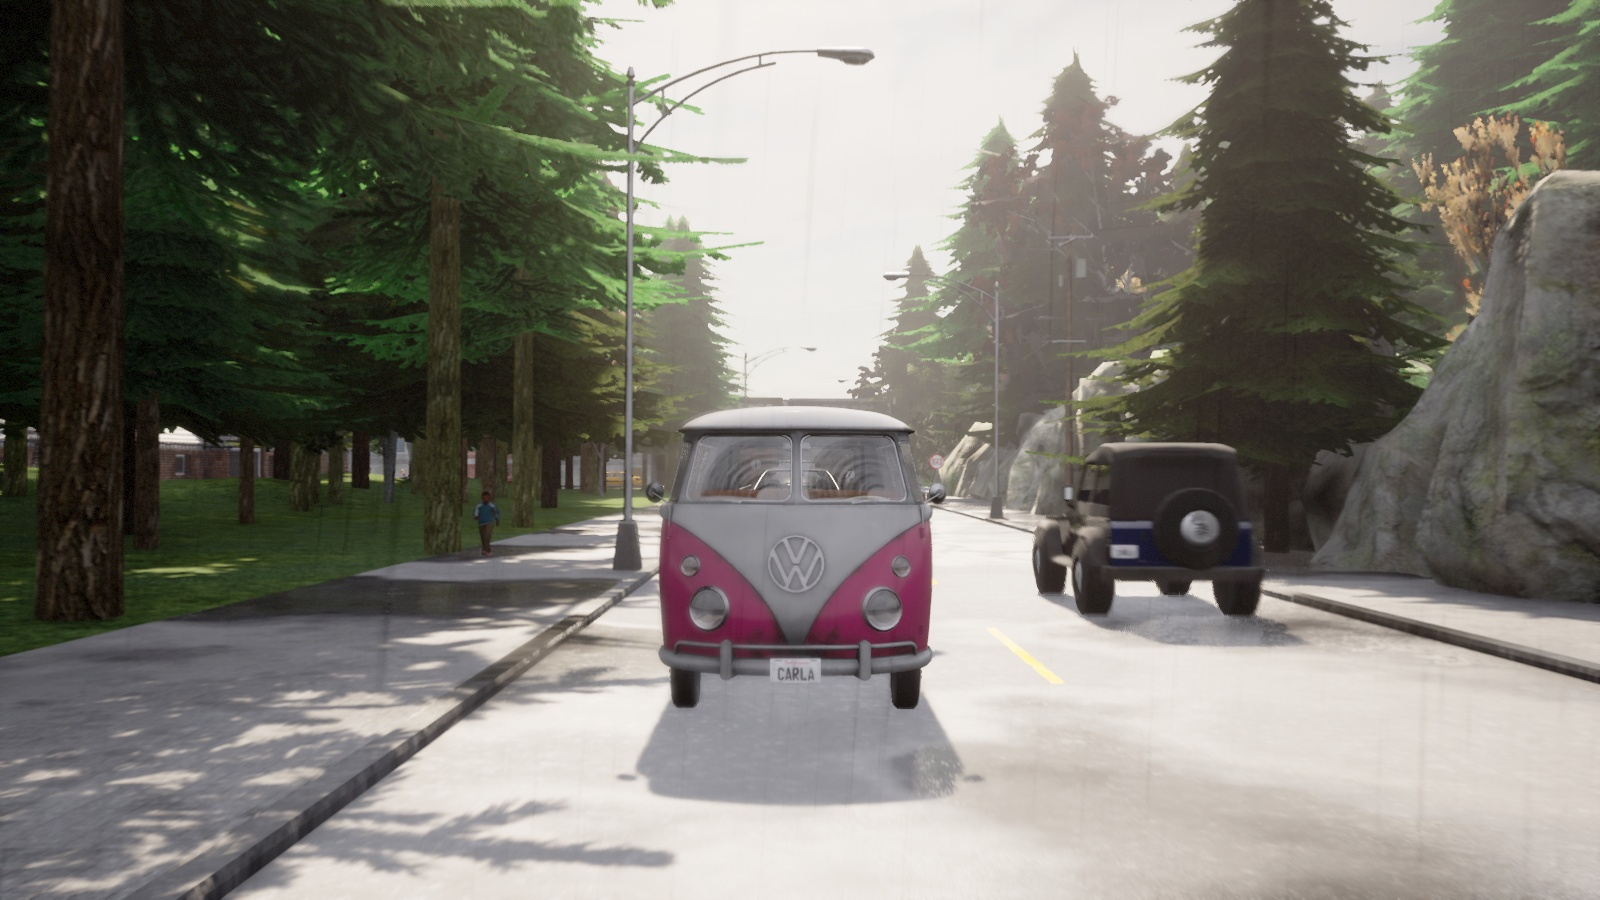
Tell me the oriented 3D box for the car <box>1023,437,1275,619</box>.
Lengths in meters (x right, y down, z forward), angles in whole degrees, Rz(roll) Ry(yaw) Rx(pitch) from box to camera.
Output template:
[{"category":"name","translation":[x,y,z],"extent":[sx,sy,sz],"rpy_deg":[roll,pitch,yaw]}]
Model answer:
[{"category":"car","translation":[3.964,0.845,14.958],"extent":[1.905,1.878,3.866],"rpy_deg":[0,-1,0]}]

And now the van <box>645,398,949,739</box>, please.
[{"category":"van","translation":[-0.024,0.728,9.576],"extent":[1.775,1.987,4.442],"rpy_deg":[0,-1,0]}]

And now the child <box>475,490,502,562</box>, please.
[{"category":"child","translation":[-5.253,1.280,21.203],"extent":[0.343,1.192,0.448],"rpy_deg":[0,-1,0]}]
